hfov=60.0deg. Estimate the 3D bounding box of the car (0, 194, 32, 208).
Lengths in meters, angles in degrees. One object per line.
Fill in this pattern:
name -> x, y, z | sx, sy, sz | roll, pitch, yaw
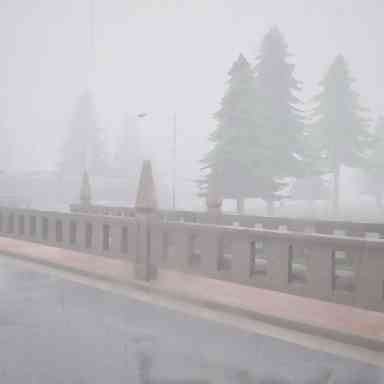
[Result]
car -> -17.654, 0.979, 31.219 | 1.837, 1.490, 4.892 | 1, 1, 38
